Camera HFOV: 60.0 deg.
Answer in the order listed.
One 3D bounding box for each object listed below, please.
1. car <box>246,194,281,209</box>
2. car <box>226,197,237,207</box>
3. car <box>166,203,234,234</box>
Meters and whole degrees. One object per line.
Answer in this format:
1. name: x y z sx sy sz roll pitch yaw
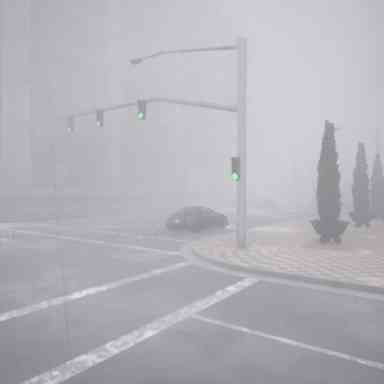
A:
1. car: 9.460 1.442 43.982 2.128 1.511 4.902 0 0 36
2. car: 6.438 1.446 45.777 1.837 1.490 4.892 0 0 36
3. car: 0.369 1.534 19.338 1.994 1.385 4.181 0 0 36
